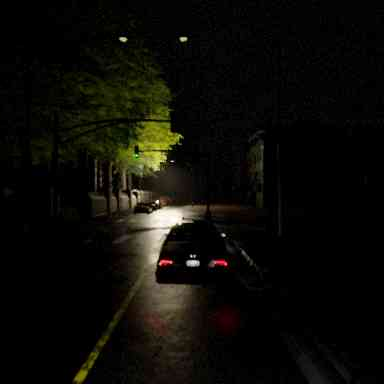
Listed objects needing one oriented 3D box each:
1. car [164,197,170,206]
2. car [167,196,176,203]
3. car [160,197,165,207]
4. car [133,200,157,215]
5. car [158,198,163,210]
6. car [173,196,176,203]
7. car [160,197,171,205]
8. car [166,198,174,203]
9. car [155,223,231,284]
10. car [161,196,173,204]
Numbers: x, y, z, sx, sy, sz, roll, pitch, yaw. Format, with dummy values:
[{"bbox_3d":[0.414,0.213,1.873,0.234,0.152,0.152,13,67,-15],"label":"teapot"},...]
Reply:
[{"bbox_3d":[-5.587,2.007,60.663,1.802,1.307,4.206,1,0,0],"label":"car"},{"bbox_3d":[-5.798,2.072,93.365,2.192,1.841,5.009,1,-1,0],"label":"car"},{"bbox_3d":[-5.514,1.900,49.763,1.947,1.339,4.313,1,0,0],"label":"car"},{"bbox_3d":[-5.458,1.792,37.178,2.008,1.369,4.403,1,0,0],"label":"car"},{"bbox_3d":[-5.478,1.844,44.313,2.008,1.369,4.403,1,0,0],"label":"car"},{"bbox_3d":[-5.728,2.077,82.463,1.967,1.590,4.097,1,-1,0],"label":"car"},{"bbox_3d":[-5.656,1.966,71.564,1.967,1.590,4.097,1,-1,0],"label":"car"},{"bbox_3d":[-5.765,2.219,87.743,1.752,1.417,4.829,1,-1,0],"label":"car"},{"bbox_3d":[0.054,1.607,9.740,2.033,1.411,5.357,0,0,1],"label":"car"},{"bbox_3d":[-5.617,1.789,66.115,2.192,1.841,5.009,1,-1,0],"label":"car"}]
